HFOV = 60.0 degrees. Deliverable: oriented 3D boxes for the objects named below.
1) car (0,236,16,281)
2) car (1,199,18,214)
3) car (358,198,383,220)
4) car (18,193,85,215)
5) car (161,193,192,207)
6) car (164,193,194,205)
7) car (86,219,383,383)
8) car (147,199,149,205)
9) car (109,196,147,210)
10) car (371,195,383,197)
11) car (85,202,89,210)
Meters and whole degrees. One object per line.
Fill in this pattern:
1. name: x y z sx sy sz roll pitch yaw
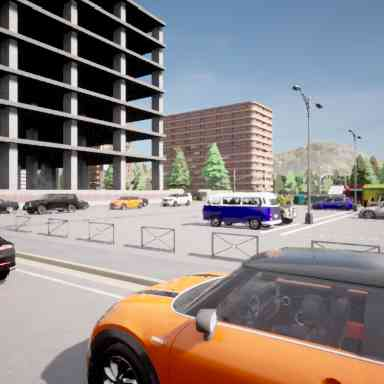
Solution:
1. car: -6.477 1.492 8.564 4.902 1.511 2.128 0 0 35
2. car: -19.556 1.436 32.578 2.128 1.511 4.902 0 0 36
3. car: 14.613 1.395 24.802 3.806 1.475 1.970 0 0 36
4. car: -14.250 1.166 34.009 2.150 2.045 5.566 0 0 35
5. car: -2.297 1.166 50.921 2.150 2.045 5.566 0 0 35
6. car: -2.185 1.166 57.103 2.150 2.045 5.566 0 0 36
7. car: 1.036 1.352 3.250 4.553 1.767 2.097 0 0 35
8. car: -8.390 1.436 48.379 2.128 1.511 4.902 0 0 35
9. car: -8.373 1.297 42.337 2.097 1.767 4.553 0 0 35
10. car: 17.819 1.153 29.367 4.605 1.855 1.932 0 0 36
11. car: -14.414 1.508 39.852 1.994 1.385 4.181 0 0 35
